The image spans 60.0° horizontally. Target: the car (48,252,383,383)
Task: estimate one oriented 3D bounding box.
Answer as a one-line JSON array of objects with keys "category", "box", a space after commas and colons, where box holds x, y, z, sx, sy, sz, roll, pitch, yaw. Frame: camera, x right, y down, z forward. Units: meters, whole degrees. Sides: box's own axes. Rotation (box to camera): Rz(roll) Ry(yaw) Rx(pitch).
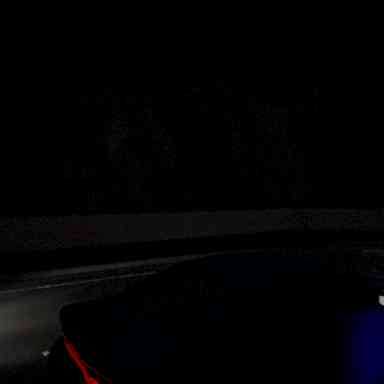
[{"category": "car", "box": [1.011, 1.487, 3.995, 5.008, 1.535, 1.882, 0, 0, -31]}]
